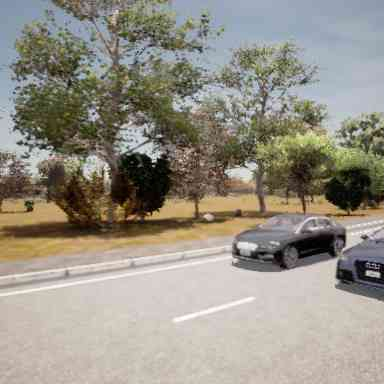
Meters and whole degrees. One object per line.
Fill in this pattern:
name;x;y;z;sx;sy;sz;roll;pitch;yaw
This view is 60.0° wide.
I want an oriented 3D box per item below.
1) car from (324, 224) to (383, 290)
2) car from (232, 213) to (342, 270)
car;5.416;1.575;8.399;4.181;1.385;1.994;0;0;-39
car;3.444;1.510;11.296;4.902;1.511;2.128;0;0;-40
